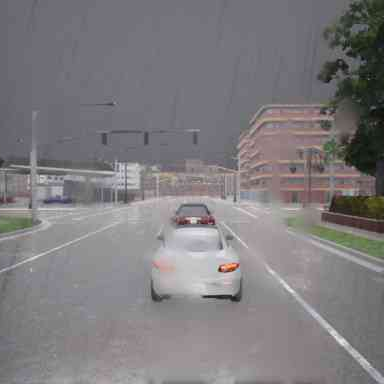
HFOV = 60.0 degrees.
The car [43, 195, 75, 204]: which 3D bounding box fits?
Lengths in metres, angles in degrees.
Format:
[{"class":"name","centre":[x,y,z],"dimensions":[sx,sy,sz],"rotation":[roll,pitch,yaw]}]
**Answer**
[{"class":"car","centre":[-23.437,1.295,57.889],"dimensions":[4.611,1.667,2.242],"rotation":[0,0,1]}]

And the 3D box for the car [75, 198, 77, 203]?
[{"class":"car","centre":[-24.167,1.456,63.639],"dimensions":[3.806,1.475,1.970],"rotation":[0,0,1]}]

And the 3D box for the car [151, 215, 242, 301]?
[{"class":"car","centre":[0.087,1.526,8.188],"dimensions":[1.812,1.442,4.674],"rotation":[0,0,0]}]

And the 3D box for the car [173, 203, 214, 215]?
[{"class":"car","centre":[0.064,1.352,17.181],"dimensions":[2.097,1.767,4.553],"rotation":[0,0,0]}]
